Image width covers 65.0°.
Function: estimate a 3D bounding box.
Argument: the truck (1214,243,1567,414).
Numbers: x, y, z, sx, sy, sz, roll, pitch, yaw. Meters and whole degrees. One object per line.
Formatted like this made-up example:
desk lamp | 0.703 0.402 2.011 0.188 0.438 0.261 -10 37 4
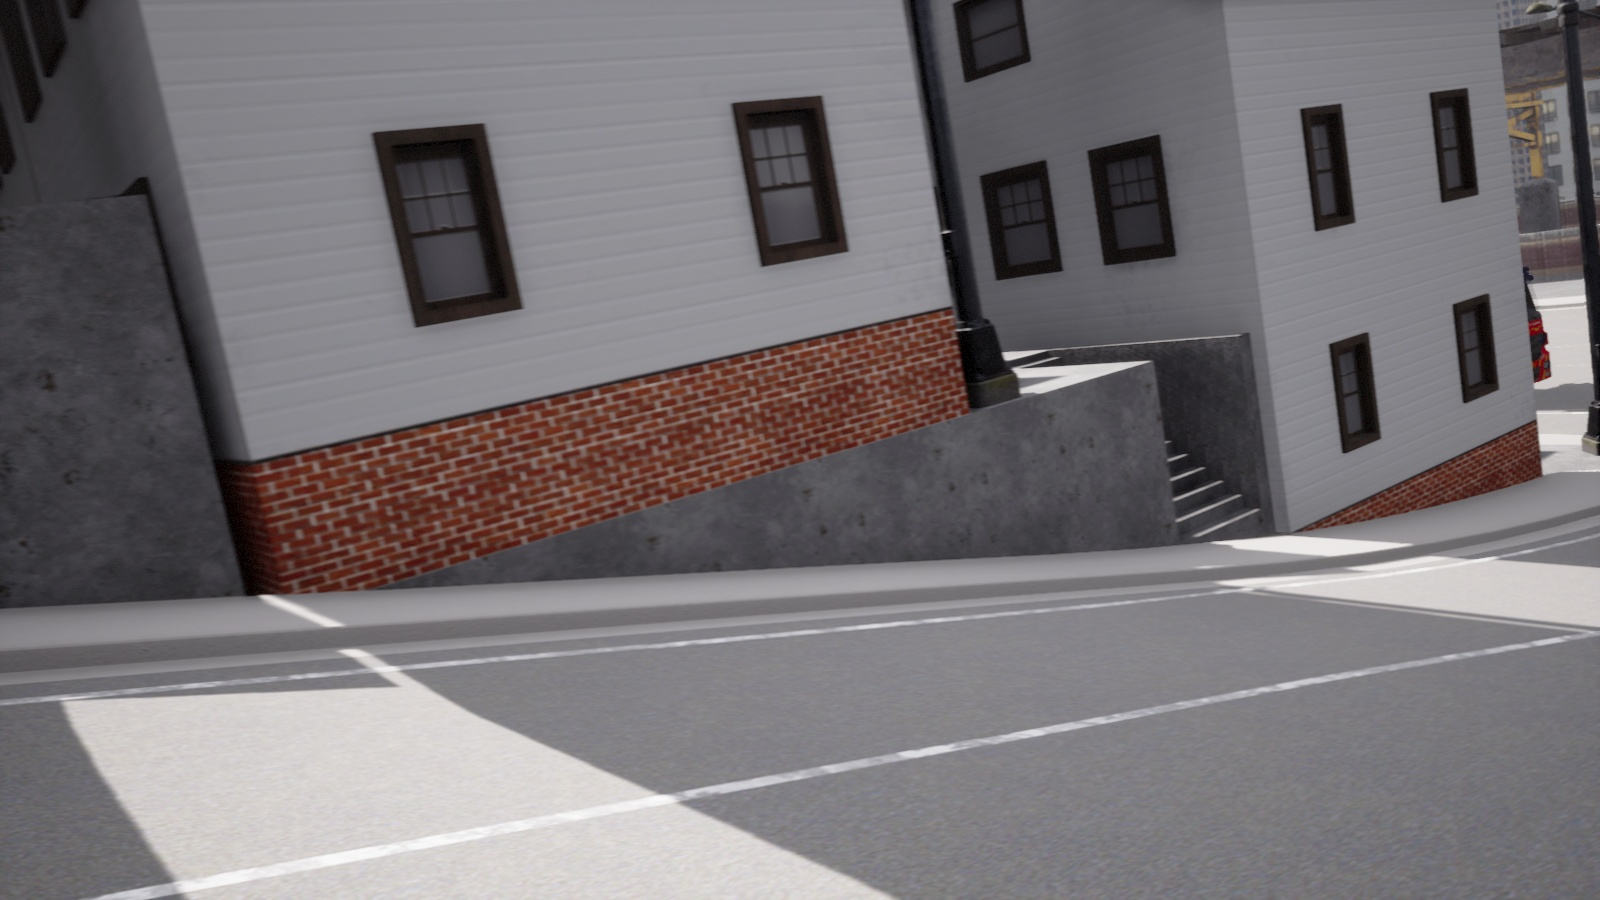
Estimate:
truck | 16.573 -3.285 35.976 2.891 3.827 8.468 -16 9 -33
